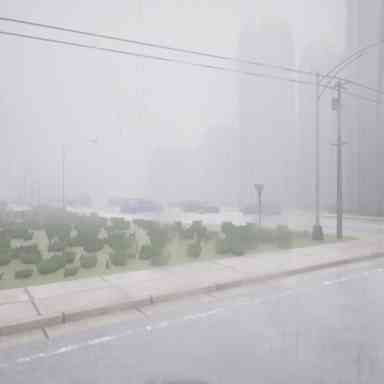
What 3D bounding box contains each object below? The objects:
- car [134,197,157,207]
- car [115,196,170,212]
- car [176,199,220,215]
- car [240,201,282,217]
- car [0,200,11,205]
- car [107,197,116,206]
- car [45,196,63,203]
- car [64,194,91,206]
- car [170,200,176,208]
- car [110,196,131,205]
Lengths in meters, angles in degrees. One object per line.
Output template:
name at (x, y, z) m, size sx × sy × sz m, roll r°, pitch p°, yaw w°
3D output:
car at (-7.377, 1.552, 52.025) m, size 1.994 × 1.385 × 4.181 m, roll 0°, pitch 0°, yaw -33°
car at (-5.193, 1.472, 35.065) m, size 4.611 × 1.667 × 2.242 m, roll 0°, pitch 0°, yaw -34°
car at (0.800, 1.468, 33.593) m, size 1.882 × 1.535 × 5.008 m, roll 0°, pitch 0°, yaw -34°
car at (6.519, 1.553, 31.746) m, size 1.994 × 1.385 × 4.181 m, roll 0°, pitch 0°, yaw -34°
car at (-24.020, 1.306, 39.268) m, size 4.605 × 1.855 × 1.932 m, roll 0°, pitch 0°, yaw -34°
car at (-11.699, 1.467, 52.031) m, size 1.882 × 1.535 × 5.008 m, roll 0°, pitch 0°, yaw -34°
car at (-26.749, 1.495, 65.986) m, size 4.193 × 1.474 × 1.816 m, roll 0°, pitch 0°, yaw -34°
car at (-18.736, 1.303, 55.129) m, size 3.866 × 1.878 × 1.905 m, roll 0°, pitch 0°, yaw -34°
car at (-1.545, 1.589, 43.542) m, size 1.895 × 1.301 × 4.718 m, roll 0°, pitch 0°, yaw -34°
car at (-13.040, 1.465, 60.223) m, size 1.882 × 1.535 × 5.008 m, roll 0°, pitch 0°, yaw -34°
